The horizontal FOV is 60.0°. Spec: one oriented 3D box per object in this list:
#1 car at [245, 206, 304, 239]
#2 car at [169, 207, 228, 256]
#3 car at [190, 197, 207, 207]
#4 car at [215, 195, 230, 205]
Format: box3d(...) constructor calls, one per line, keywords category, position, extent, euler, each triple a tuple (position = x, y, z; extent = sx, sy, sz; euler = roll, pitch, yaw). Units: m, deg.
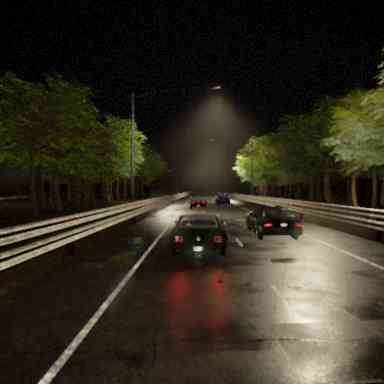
box3d(category="car", position=(3.839, 1.381, 16.228), extent=(2.033, 1.411, 5.357), euler=(0, 1, 1))
box3d(category="car", position=(0.253, 1.465, 12.570), extent=(1.895, 1.301, 4.718), euler=(0, 1, 1))
box3d(category="car", position=(0.777, 1.190, 39.900), extent=(1.895, 1.301, 4.718), euler=(0, 1, 1))
box3d(category="car", position=(4.426, 1.080, 48.371), extent=(1.994, 1.385, 4.181), euler=(0, 1, 1))
